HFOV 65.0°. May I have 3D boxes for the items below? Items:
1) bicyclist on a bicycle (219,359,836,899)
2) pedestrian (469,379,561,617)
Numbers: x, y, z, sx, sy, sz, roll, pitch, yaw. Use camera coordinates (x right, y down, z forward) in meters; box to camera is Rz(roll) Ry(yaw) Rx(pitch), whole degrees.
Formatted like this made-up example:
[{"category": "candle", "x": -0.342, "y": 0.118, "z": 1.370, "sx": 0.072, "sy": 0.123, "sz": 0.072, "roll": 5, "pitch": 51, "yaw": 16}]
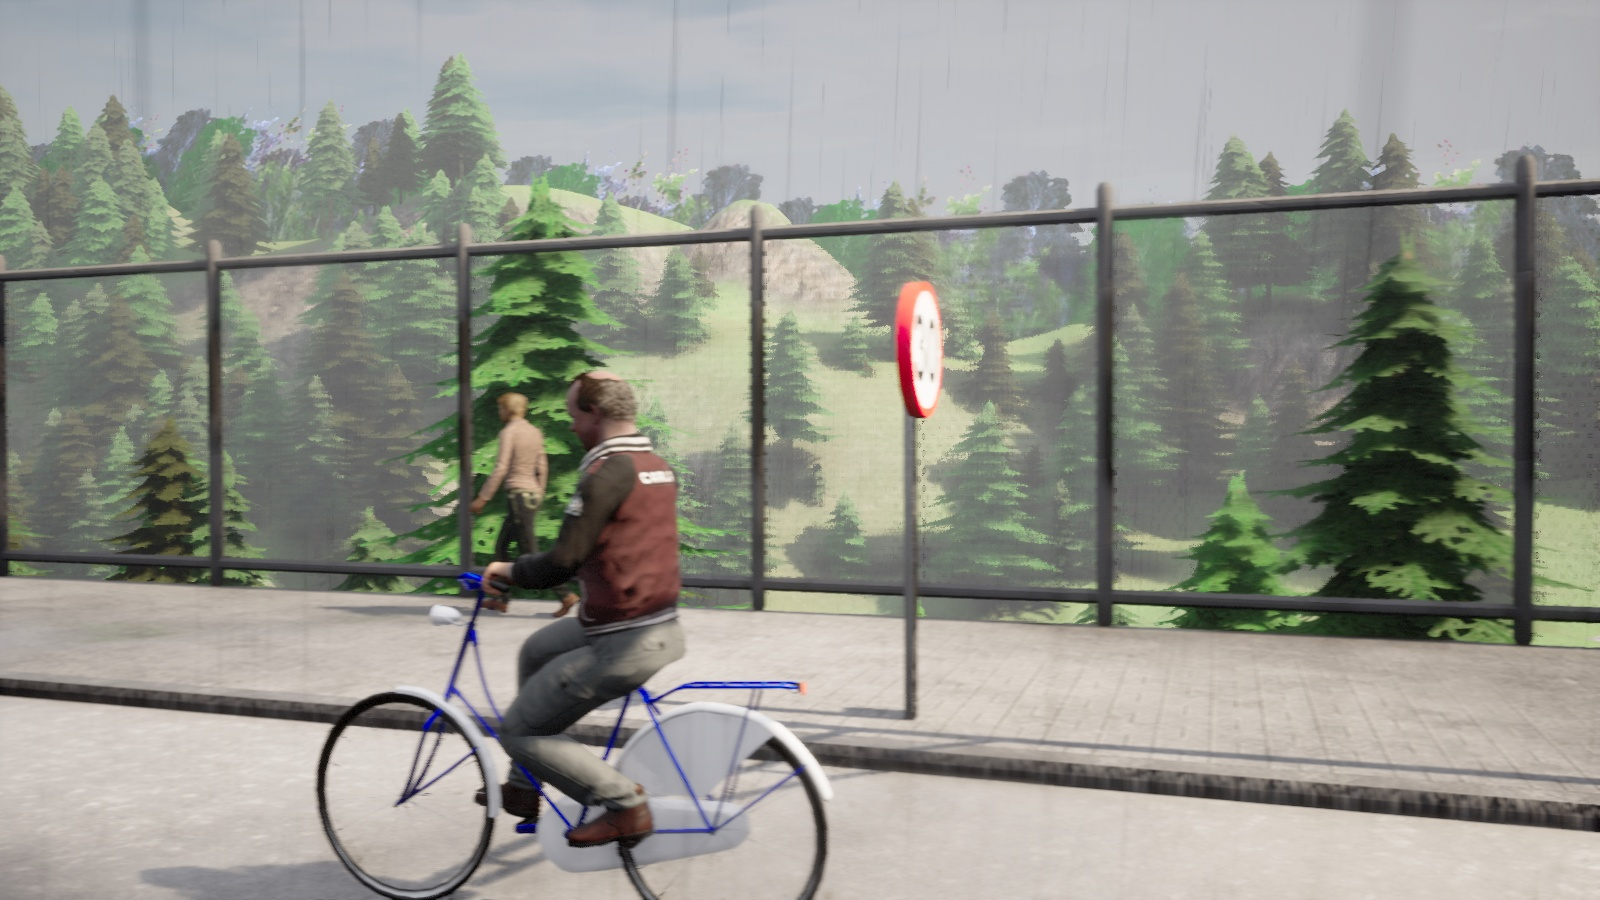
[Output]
[{"category": "bicyclist on a bicycle", "x": -0.866, "y": 0.630, "z": 4.009, "sx": 1.843, "sy": 1.776, "sz": 0.659, "roll": 1, "pitch": 1, "yaw": 19}, {"category": "pedestrian", "x": -2.263, "y": 0.368, "z": 9.976, "sx": 0.634, "sy": 1.846, "sz": 0.331, "roll": 1, "pitch": 1, "yaw": 19}]
